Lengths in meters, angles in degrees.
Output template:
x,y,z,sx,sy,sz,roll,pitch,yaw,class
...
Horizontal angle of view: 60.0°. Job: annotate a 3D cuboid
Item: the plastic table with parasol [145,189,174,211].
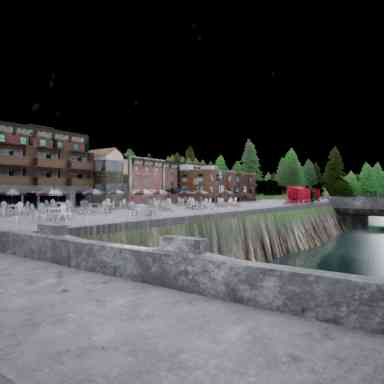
x,y,z,sx,sy,sz,roll,pitch,yaw,class
-3.897,0.924,39.796,2.482,2.480,2.482,0,0,35,plastic table with parasol
